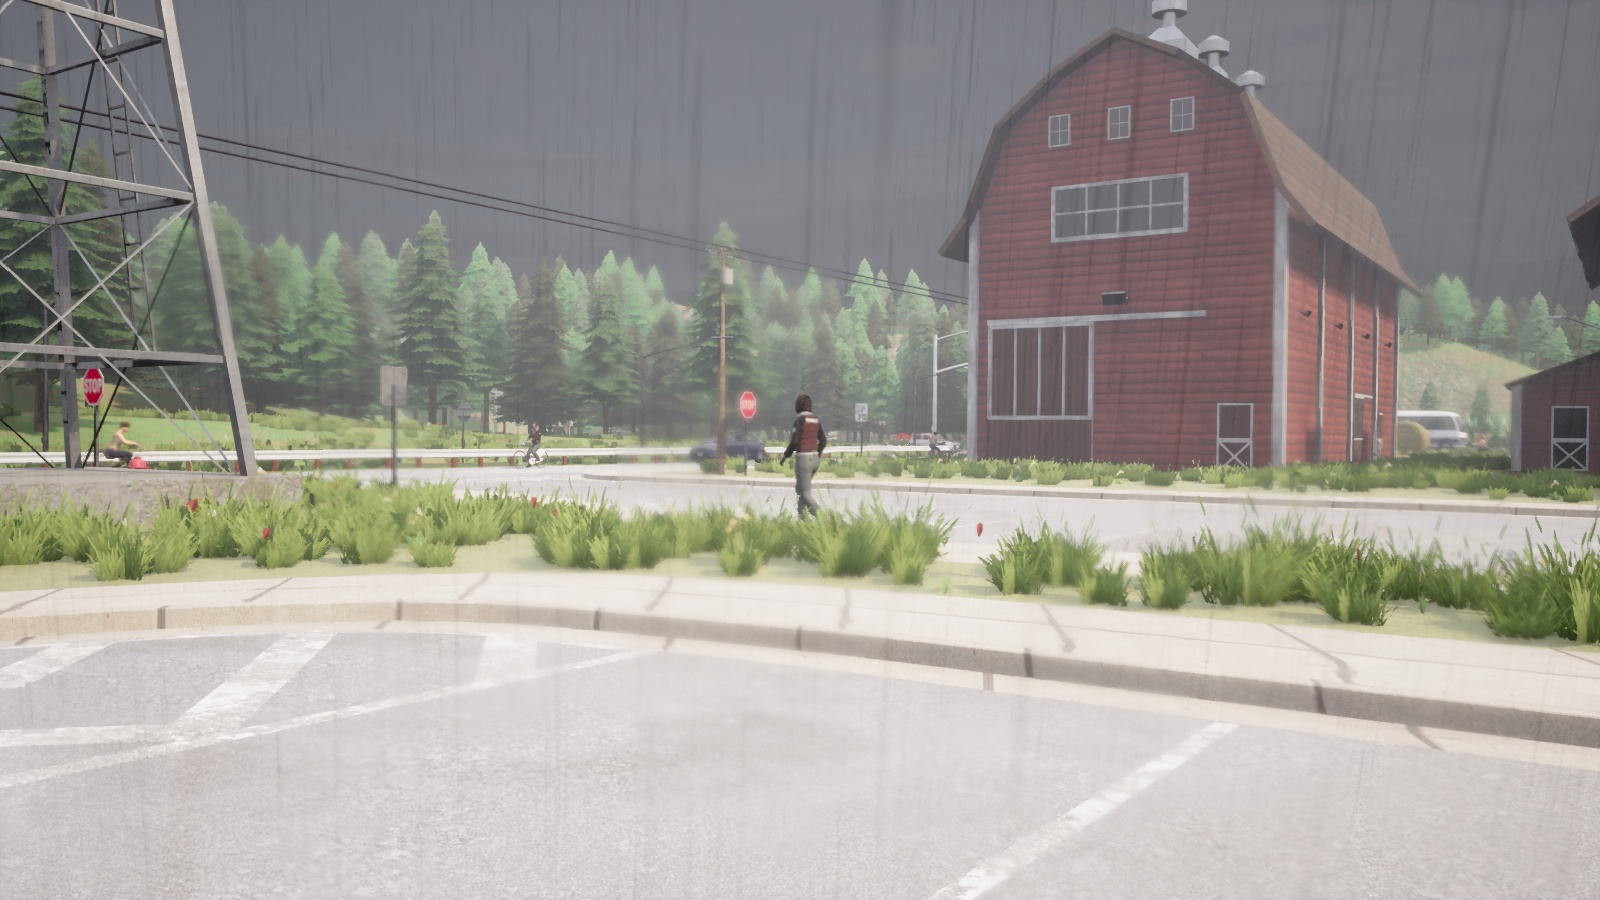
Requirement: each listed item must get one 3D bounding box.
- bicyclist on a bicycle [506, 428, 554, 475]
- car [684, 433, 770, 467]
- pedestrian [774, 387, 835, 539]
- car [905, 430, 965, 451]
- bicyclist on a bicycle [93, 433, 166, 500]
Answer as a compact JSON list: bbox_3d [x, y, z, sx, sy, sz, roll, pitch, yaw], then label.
[{"bbox_3d":[-10.356,0.037,48.266,0.659,1.776,1.843,0,1,34],"label":"bicyclist on a bicycle"},{"bbox_3d":[-3.372,-0.024,58.553,1.816,1.474,4.193,0,1,34],"label":"car"},{"bbox_3d":[0.058,0.163,16.311,0.666,1.930,0.402,0,1,38],"label":"pedestrian"},{"bbox_3d":[9.727,-0.656,90.701,3.806,1.475,1.970,0,1,33],"label":"car"},{"bbox_3d":[-16.744,0.391,31.358,1.509,1.612,0.866,-1,3,-35],"label":"bicyclist on a bicycle"}]
